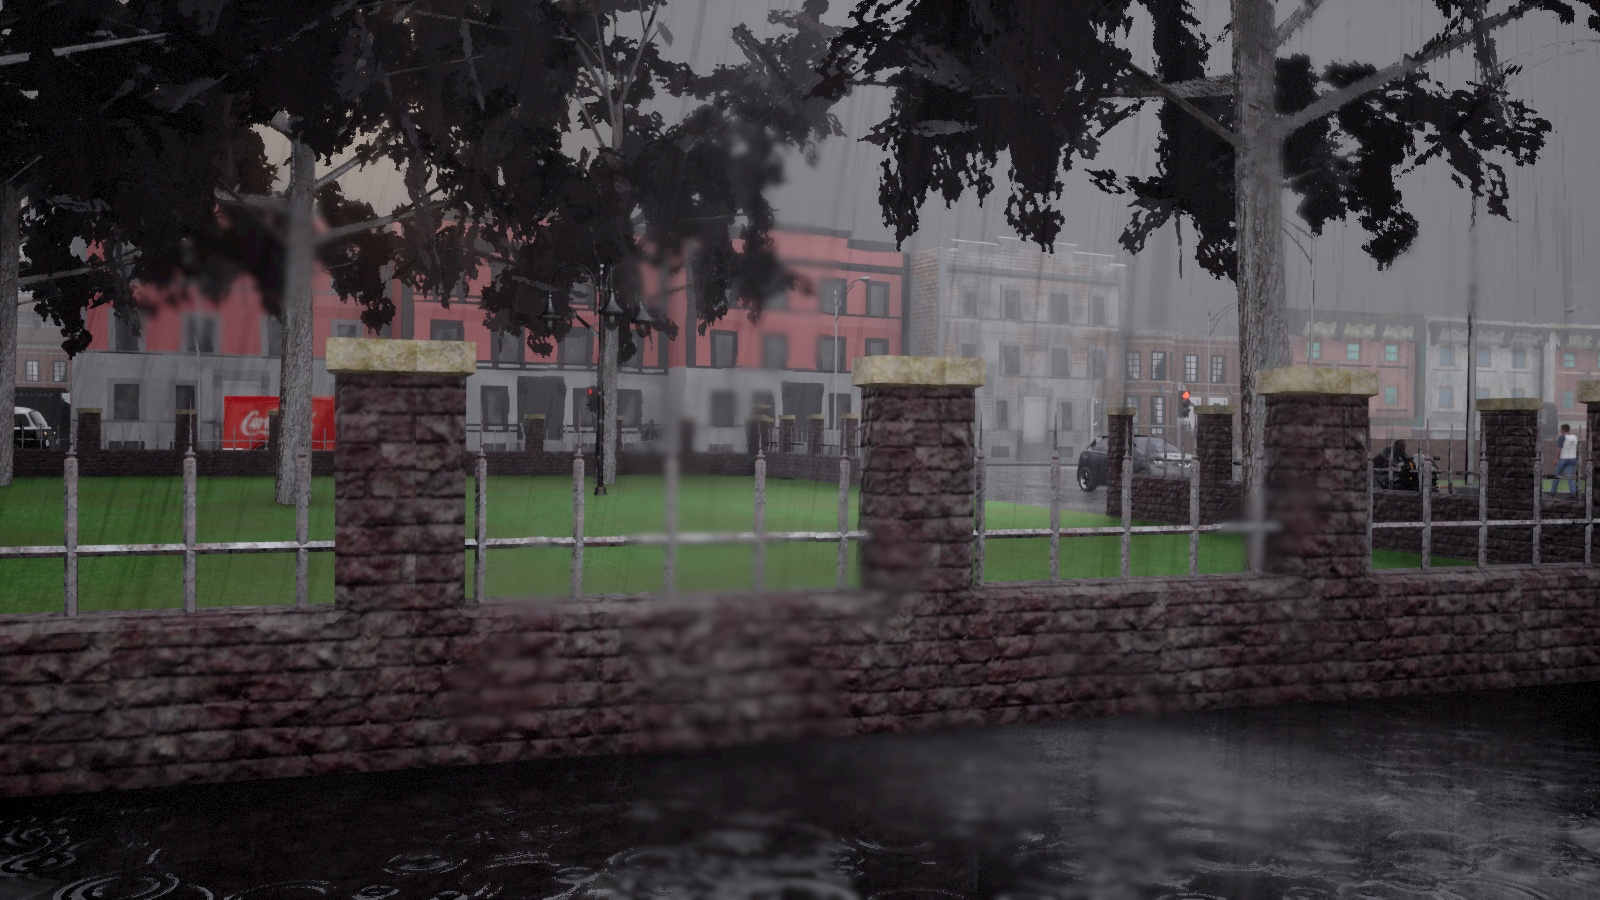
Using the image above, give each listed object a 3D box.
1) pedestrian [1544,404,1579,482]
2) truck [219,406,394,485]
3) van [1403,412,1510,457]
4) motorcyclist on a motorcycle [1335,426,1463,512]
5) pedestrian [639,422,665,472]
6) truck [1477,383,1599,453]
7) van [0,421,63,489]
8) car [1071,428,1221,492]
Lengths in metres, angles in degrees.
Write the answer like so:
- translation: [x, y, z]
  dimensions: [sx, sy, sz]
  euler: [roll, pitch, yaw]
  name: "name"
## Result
- translation: [18.226, -0.178, 30.048]
  dimensions: [0.354, 1.836, 0.706]
  euler: [-1, 1, -7]
  name: "pedestrian"
- translation: [-16.271, -0.192, 41.748]
  dimensions: [5.204, 2.467, 2.627]
  euler: [-1, 1, -18]
  name: "truck"
- translation: [30.140, -0.713, 57.669]
  dimensions: [4.442, 1.987, 1.775]
  euler: [-1, 1, -19]
  name: "van"
- translation: [11.227, 0.327, 23.635]
  dimensions: [0.866, 1.530, 2.191]
  euler: [-1, 1, -21]
  name: "motorcyclist on a motorcycle"
- translation: [-5.575, -0.121, 47.260]
  dimensions: [0.563, 1.883, 0.849]
  euler: [-1, 1, -42]
  name: "pedestrian"
- translation: [39.333, -1.667, 65.019]
  dimensions: [7.936, 3.462, 2.891]
  euler: [-1, 1, -19]
  name: "truck"
- translation: [-25.457, 0.169, 38.585]
  dimensions: [4.480, 2.038, 2.069]
  euler: [-1, 1, -19]
  name: "van"
- translation: [8.567, 0.208, 31.409]
  dimensions: [1.845, 1.501, 3.633]
  euler: [-1, 1, -20]
  name: "car"
